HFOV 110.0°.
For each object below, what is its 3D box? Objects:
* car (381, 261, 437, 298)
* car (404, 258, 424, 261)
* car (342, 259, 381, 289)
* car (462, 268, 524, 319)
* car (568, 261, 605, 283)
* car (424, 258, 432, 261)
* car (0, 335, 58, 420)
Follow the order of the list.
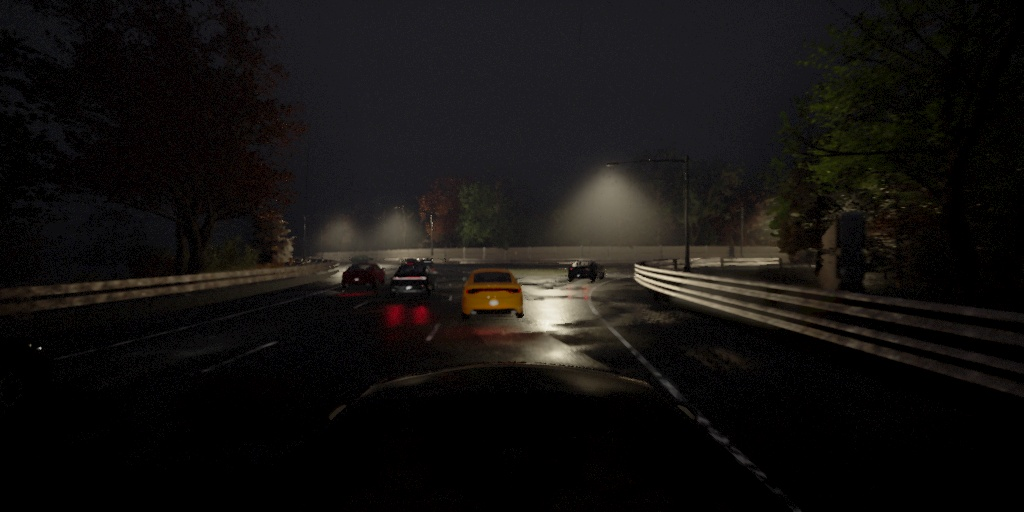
[{"bbox_3d":[-4.897,1.183,18.166,2.128,1.511,4.902,0,0,-8],"label":"car"},{"bbox_3d":[-12.929,1.098,45.615,1.837,1.490,4.892,0,0,-24],"label":"car"},{"bbox_3d":[-9.264,1.168,22.699,1.882,1.535,5.008,0,0,-11],"label":"car"},{"bbox_3d":[-0.743,1.176,12.728,1.882,1.535,5.008,0,0,-5],"label":"car"},{"bbox_3d":[5.515,1.089,26.262,2.128,1.511,4.902,0,0,26],"label":"car"},{"bbox_3d":[-13.303,1.044,54.076,2.128,1.511,4.902,0,0,-28],"label":"car"},{"bbox_3d":[-7.038,1.272,2.738,2.128,1.511,4.902,0,0,-1],"label":"car"}]
